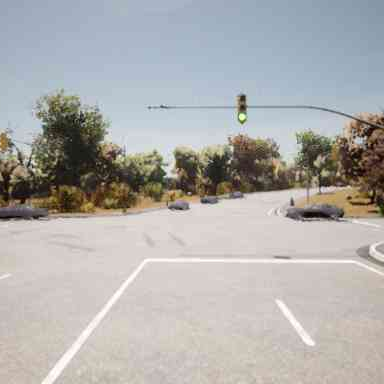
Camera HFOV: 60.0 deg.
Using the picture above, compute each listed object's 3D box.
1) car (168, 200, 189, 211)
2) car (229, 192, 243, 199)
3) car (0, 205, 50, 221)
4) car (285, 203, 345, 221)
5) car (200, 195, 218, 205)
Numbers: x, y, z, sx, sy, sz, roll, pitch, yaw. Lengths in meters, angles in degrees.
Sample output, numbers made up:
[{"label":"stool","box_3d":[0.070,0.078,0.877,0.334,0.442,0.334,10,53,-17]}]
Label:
[{"label":"car","box_3d":[-1.763,1.783,45.744,1.812,1.442,4.674,0,0,16]},{"label":"car","box_3d":[9.760,0.683,73.401,1.812,1.442,4.674,0,3,30]},{"label":"car","box_3d":[-15.750,1.849,29.974,5.357,1.411,2.033,-1,0,3]},{"label":"car","box_3d":[10.520,1.708,28.663,4.902,1.511,2.128,0,0,3]},{"label":"car","box_3d":[3.051,1.386,59.598,1.882,1.535,5.008,0,2,23]}]
